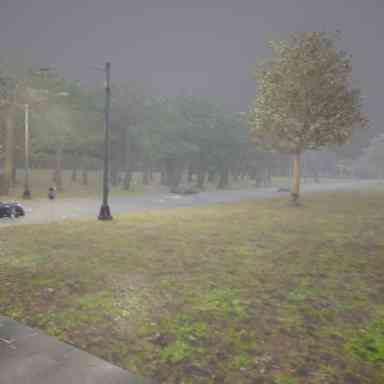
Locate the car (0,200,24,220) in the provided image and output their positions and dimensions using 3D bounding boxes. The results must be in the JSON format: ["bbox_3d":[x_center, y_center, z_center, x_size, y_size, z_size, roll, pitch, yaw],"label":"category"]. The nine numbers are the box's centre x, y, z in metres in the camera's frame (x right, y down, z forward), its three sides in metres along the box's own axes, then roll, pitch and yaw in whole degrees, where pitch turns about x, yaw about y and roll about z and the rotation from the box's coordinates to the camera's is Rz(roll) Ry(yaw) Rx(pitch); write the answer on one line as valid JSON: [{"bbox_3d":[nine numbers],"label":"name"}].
[{"bbox_3d":[-13.469,0.939,21.697,2.097,1.767,4.553,4,4,35],"label":"car"}]

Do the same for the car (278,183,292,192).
[{"bbox_3d":[19.861,-0.661,71.007,1.895,1.301,4.718,4,4,28],"label":"car"}]

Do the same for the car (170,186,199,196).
[{"bbox_3d":[-1.036,-0.163,51.091,2.033,1.411,5.357,4,4,35],"label":"car"}]

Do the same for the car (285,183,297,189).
[{"bbox_3d":[26.831,-1.690,89.965,1.812,1.442,4.674,4,4,35],"label":"car"}]
